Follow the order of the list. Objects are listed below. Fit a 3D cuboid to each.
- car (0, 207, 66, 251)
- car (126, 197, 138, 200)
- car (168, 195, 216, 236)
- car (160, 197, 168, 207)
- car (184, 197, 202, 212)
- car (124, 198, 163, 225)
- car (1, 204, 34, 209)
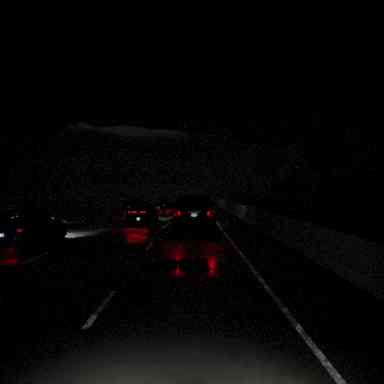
[{"bbox_3d":[-6.903,1.525,13.989,1.994,1.385,4.181,0,0,0],"label":"car"},{"bbox_3d":[-6.907,1.385,39.765,1.837,1.490,4.892,0,0,0],"label":"car"},{"bbox_3d":[0.096,1.170,18.203,2.150,2.045,5.566,0,0,0],"label":"car"},{"bbox_3d":[-3.408,1.358,42.295,2.128,1.511,4.902,0,0,0],"label":"car"},{"bbox_3d":[0.093,1.368,37.690,1.882,1.535,5.008,0,0,0],"label":"car"},{"bbox_3d":[-3.404,1.440,23.484,1.837,1.490,4.892,0,0,0],"label":"car"},{"bbox_3d":[-10.404,1.469,20.281,1.812,1.442,4.674,0,0,0],"label":"car"}]
